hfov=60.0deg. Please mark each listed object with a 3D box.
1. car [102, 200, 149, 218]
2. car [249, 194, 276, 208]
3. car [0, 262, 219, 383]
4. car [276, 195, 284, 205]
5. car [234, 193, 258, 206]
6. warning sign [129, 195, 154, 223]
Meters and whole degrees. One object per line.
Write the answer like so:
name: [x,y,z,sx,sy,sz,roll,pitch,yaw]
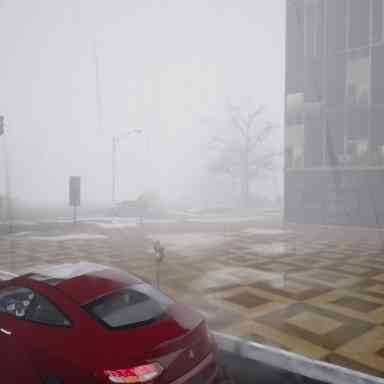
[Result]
car: [-5.839,1.464,29.810,1.812,1.442,4.674,1,1,34]
car: [9.709,1.468,46.892,1.812,1.442,4.674,1,1,35]
car: [-1.660,1.581,4.209,4.206,1.307,1.802,0,1,36]
car: [15.268,1.275,55.066,2.097,1.767,4.553,1,1,34]
car: [8.361,1.119,50.347,2.150,2.045,5.566,1,0,35]
warning sign: [-3.488,1.141,22.950,1.300,1.860,1.060,1,1,34]
